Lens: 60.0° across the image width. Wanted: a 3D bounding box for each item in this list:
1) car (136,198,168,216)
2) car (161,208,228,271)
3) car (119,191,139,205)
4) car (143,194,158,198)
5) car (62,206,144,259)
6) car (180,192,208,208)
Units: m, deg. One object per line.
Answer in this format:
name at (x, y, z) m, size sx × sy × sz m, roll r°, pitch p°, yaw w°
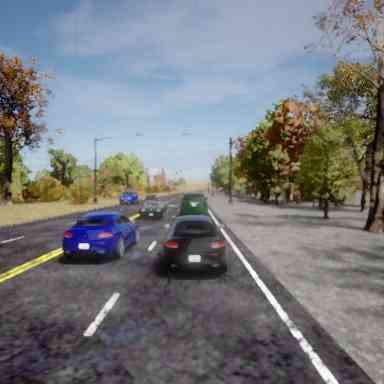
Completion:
car at (-3.067, 1.412, 27.484) m, size 1.895 × 1.301 × 4.718 m, roll 0°, pitch 0°, yaw 1°
car at (0.077, 1.456, 10.508) m, size 1.812 × 1.442 × 4.674 m, roll 0°, pitch 0°, yaw 0°
car at (-9.496, 0.853, 50.550) m, size 2.150 × 2.045 × 5.566 m, roll 0°, pitch 0°, yaw 1°
car at (-6.239, 1.132, 50.995) m, size 1.837 × 1.490 × 4.892 m, roll 0°, pitch 1°, yaw 1°
car at (-3.157, 1.445, 12.189) m, size 1.812 × 1.442 × 4.674 m, roll 0°, pitch 0°, yaw 1°
car at (0.179, 1.023, 27.738) m, size 2.150 × 2.045 × 5.566 m, roll -1°, pitch 1°, yaw 1°
